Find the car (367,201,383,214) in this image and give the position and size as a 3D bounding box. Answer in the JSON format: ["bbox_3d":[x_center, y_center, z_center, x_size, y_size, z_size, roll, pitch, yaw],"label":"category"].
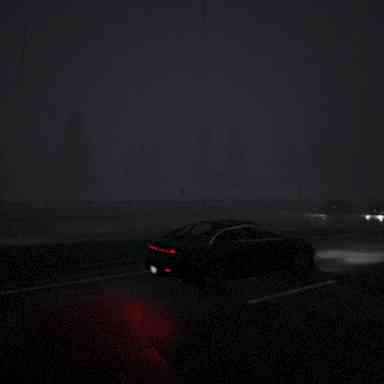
[{"bbox_3d":[18.880,1.536,31.996,4.181,1.385,1.994,0,0,-27],"label":"car"}]

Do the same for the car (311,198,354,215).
[{"bbox_3d":[14.143,1.429,33.520,4.892,1.490,1.837,0,0,-27],"label":"car"}]

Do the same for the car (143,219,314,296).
[{"bbox_3d":[1.152,1.472,8.624,4.902,1.511,2.128,0,0,-34],"label":"car"}]
